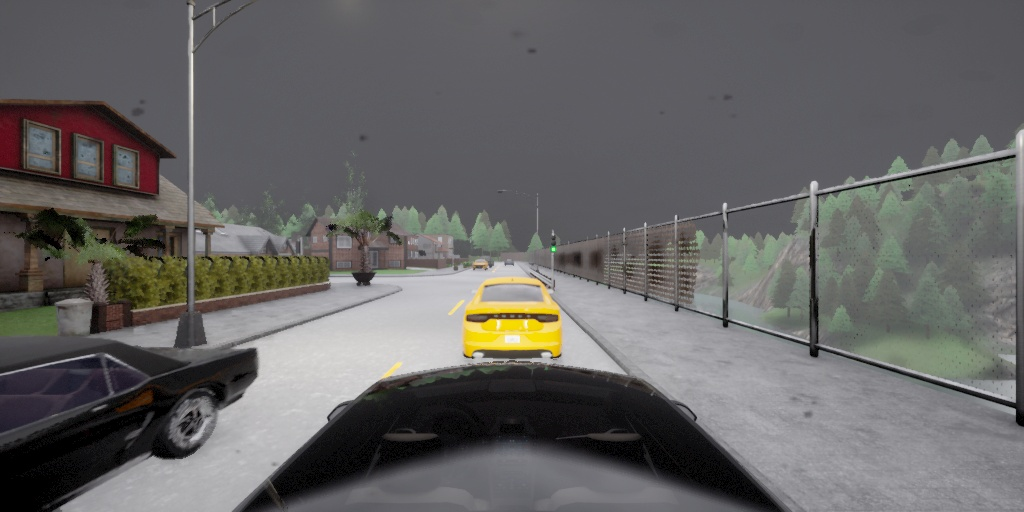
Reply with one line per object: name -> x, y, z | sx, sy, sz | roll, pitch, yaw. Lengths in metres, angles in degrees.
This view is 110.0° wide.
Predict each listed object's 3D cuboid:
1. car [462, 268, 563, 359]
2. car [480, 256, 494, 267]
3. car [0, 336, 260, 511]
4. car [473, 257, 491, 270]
car -> 0.008, 1.227, 8.458 | 1.882, 1.535, 5.008 | 0, 0, 0
car -> -4.558, 0.969, 61.361 | 2.150, 2.045, 5.566 | 0, 0, 0
car -> -4.089, 1.351, 2.253 | 1.895, 1.301, 4.718 | 0, 0, 0
car -> -4.497, 1.226, 51.417 | 1.882, 1.535, 5.008 | 0, 0, 0
